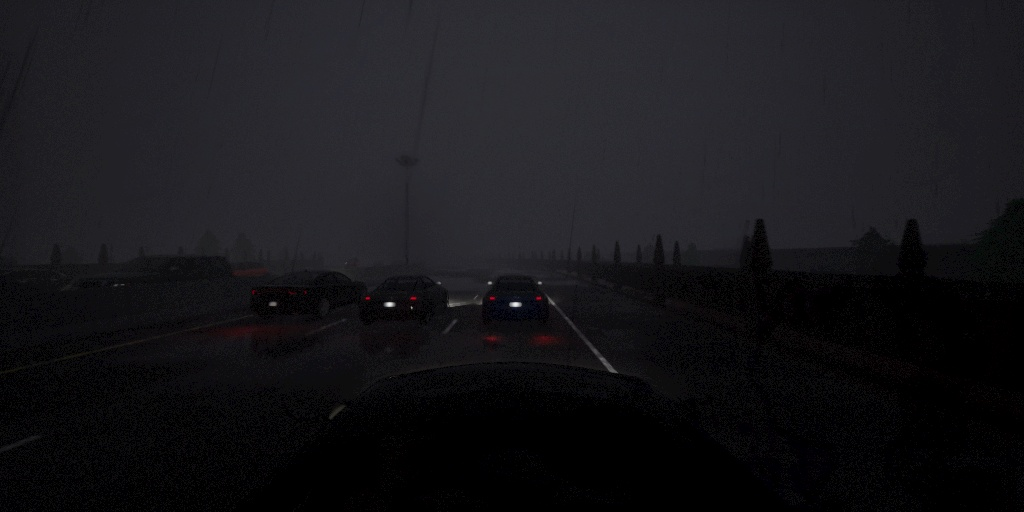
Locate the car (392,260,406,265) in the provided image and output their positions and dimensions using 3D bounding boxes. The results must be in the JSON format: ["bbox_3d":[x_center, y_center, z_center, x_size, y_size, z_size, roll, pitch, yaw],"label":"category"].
[{"bbox_3d":[-17.258,1.342,55.017,1.994,1.385,4.181,0,0,-14],"label":"car"}]

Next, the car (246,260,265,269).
[{"bbox_3d":[-17.623,1.113,22.668,2.097,1.767,4.553,0,0,0],"label":"car"}]

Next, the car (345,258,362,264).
[{"bbox_3d":[-24.835,1.132,56.258,2.097,1.767,4.553,0,0,-16],"label":"car"}]

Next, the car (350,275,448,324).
[{"bbox_3d":[-3.400,1.320,11.968,1.994,1.385,4.181,0,0,0],"label":"car"}]

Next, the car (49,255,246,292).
[{"bbox_3d":[-14.103,0.978,14.611,2.150,2.045,5.566,0,0,0],"label":"car"}]

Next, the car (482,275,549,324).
[{"bbox_3d":[0.100,1.320,11.963,1.994,1.385,4.181,0,0,0],"label":"car"}]

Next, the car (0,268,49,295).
[{"bbox_3d":[-21.103,1.262,14.913,1.837,1.490,4.892,0,0,0],"label":"car"}]

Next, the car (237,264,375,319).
[{"bbox_3d":[-6.901,1.234,12.831,1.882,1.535,5.008,0,0,0],"label":"car"}]
